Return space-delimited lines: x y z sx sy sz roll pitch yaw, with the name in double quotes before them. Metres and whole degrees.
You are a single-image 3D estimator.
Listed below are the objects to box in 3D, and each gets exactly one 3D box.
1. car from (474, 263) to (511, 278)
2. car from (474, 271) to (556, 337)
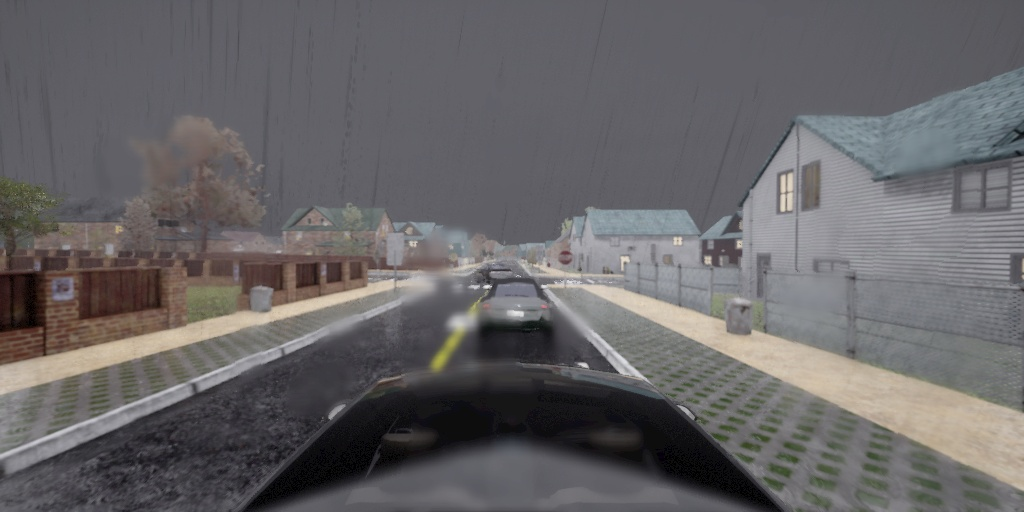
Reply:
"car" -1.354 1.258 24.914 2.128 1.511 4.902 0 0 -18
"car" 0.101 1.313 10.323 1.994 1.385 4.181 0 0 0
